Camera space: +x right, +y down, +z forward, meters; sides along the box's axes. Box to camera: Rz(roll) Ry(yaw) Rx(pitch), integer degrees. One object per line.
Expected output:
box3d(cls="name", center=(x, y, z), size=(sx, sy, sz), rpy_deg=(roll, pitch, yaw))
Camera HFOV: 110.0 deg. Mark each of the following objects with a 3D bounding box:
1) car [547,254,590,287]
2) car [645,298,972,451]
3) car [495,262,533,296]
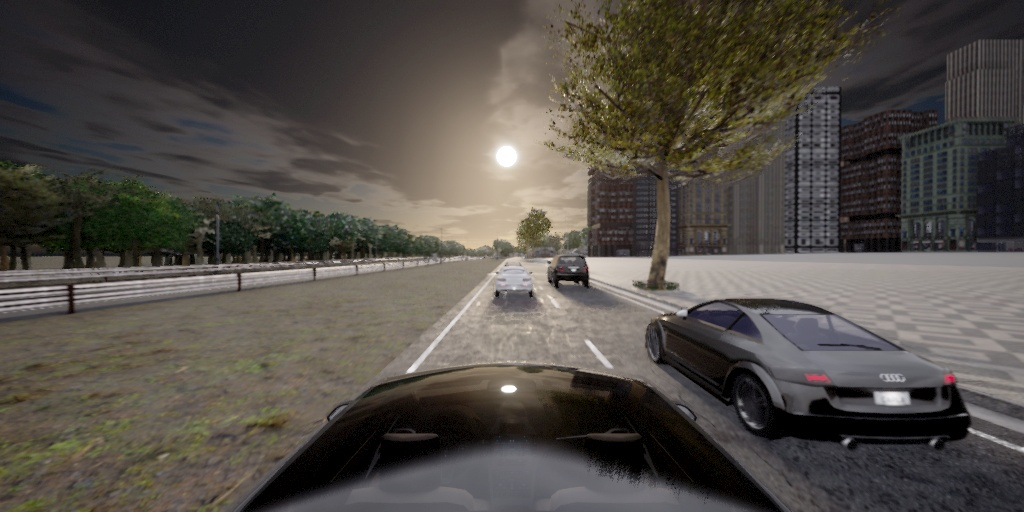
box3d(cls="car", center=(3.609, 0.900, 23.614), size=(2.150, 2.045, 5.566), rpy_deg=(0, 0, 0))
box3d(cls="car", center=(3.603, 1.311, 5.403), size=(1.994, 1.385, 4.181), rpy_deg=(0, 0, 0))
box3d(cls="car", center=(0.104, 1.227, 18.653), size=(1.812, 1.442, 4.674), rpy_deg=(0, 0, 0))
